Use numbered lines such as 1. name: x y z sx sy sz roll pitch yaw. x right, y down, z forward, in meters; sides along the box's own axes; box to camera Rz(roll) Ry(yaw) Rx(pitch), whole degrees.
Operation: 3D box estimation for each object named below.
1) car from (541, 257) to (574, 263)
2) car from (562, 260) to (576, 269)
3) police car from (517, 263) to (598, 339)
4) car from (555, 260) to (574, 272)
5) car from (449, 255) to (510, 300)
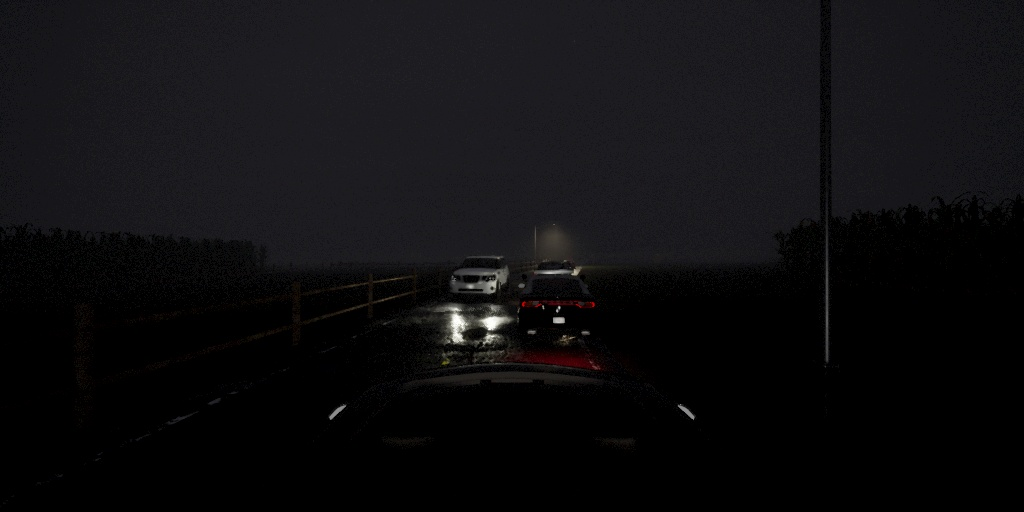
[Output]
1. car: 2.259 1.089 19.908 2.097 1.767 4.553 0 0 8
2. car: 8.865 1.293 55.700 1.895 1.301 4.718 0 0 12
3. police car: 1.198 1.173 10.259 1.930 1.638 5.238 0 0 4
4. car: 6.724 1.270 45.851 1.994 1.385 4.181 0 0 13
5. car: -1.443 0.963 18.189 2.150 2.045 5.566 0 0 7
